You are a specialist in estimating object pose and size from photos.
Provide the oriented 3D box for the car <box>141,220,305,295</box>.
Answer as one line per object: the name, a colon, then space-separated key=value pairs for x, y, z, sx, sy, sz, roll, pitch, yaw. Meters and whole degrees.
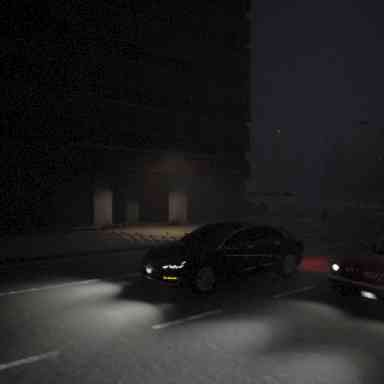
car: x=1.006 y=1.564 z=8.970 sx=4.892 sy=1.490 sz=1.837 roll=1 pitch=0 yaw=-35

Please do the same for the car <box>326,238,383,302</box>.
car: x=5.193 y=1.686 z=7.642 sx=4.718 sy=1.301 sz=1.895 roll=1 pitch=0 yaw=-35
